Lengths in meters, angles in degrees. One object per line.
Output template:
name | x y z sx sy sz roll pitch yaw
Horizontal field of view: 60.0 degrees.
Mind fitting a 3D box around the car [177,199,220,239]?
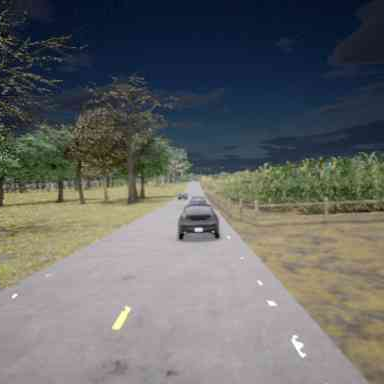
car | 0.327 1.325 16.359 1.837 1.490 4.892 -2 0 1

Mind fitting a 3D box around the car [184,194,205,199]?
car | 0.589 1.172 33.131 2.033 1.411 5.357 -2 1 1

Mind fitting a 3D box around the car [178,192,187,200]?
car | -1.748 0.800 65.489 2.033 1.411 5.357 -2 1 1
